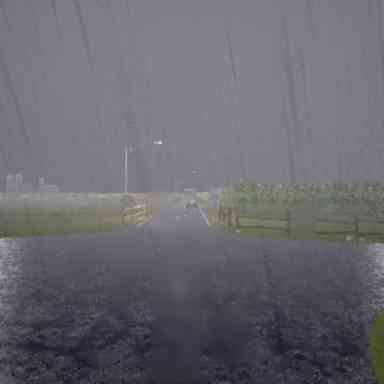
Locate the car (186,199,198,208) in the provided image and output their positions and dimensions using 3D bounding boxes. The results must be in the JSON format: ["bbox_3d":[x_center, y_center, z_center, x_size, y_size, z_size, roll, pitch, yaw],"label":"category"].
[{"bbox_3d":[-0.012,2.062,60.574,2.097,1.767,4.553,0,-1,0],"label":"car"}]

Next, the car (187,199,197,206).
[{"bbox_3d":[-0.014,2.205,70.641,1.994,1.385,4.181,0,-1,0],"label":"car"}]
